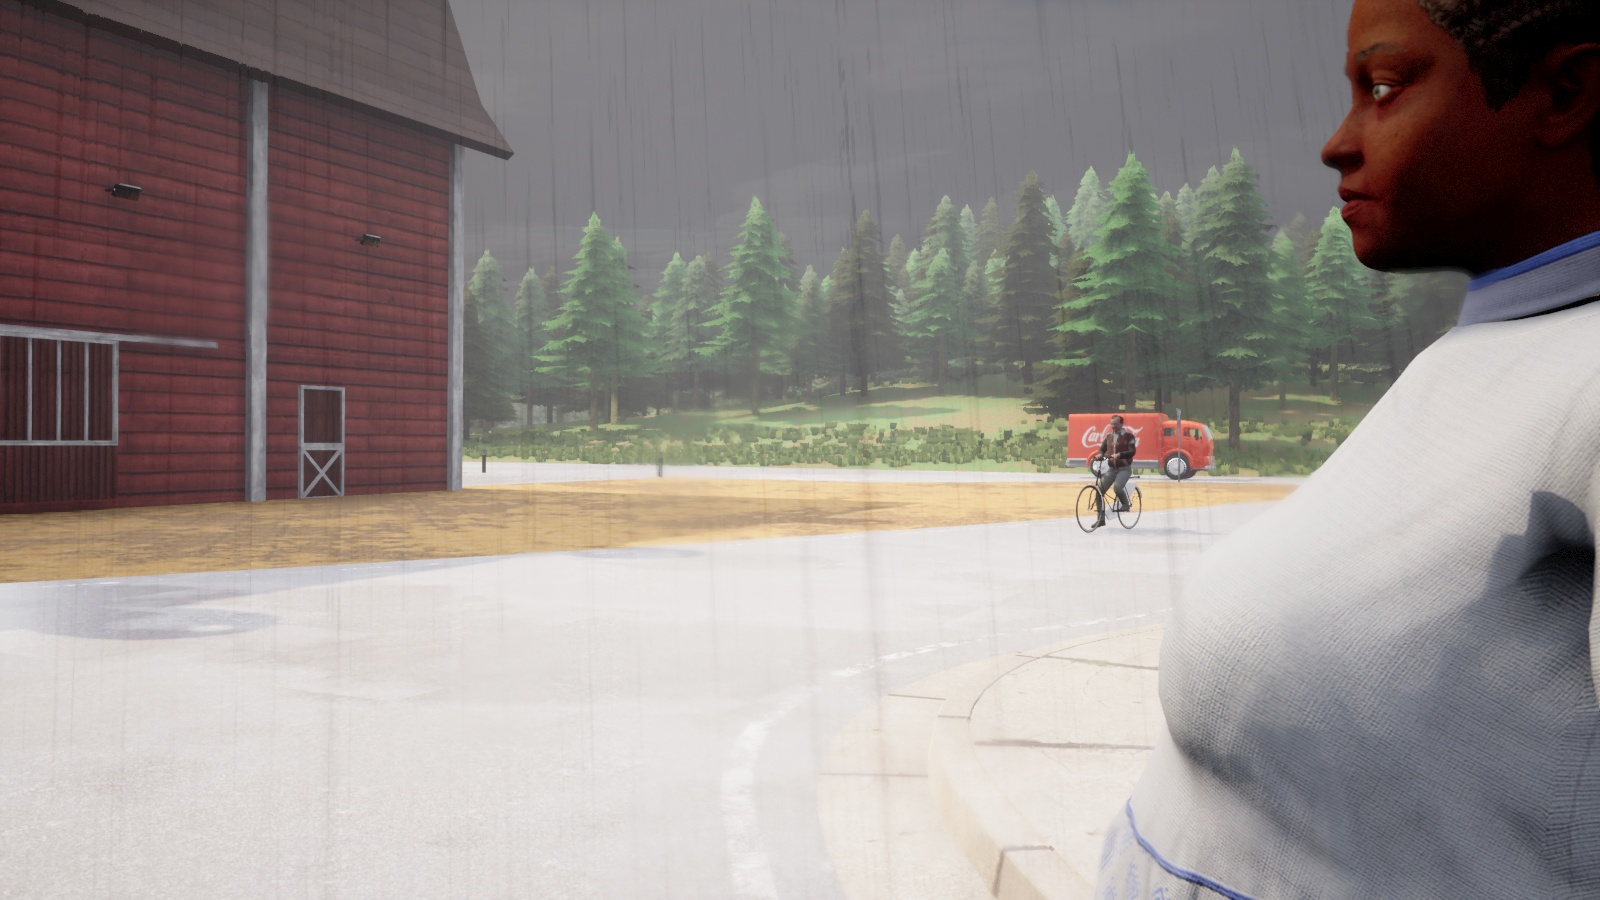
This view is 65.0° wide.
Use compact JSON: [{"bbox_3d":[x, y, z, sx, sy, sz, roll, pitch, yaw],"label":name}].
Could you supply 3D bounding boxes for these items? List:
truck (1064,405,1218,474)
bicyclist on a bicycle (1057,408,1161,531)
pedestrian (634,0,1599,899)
[{"bbox_3d":[12.915,-0.380,47.505,5.204,2.467,2.627,0,0,26],"label":"truck"},{"bbox_3d":[4.672,0.268,18.923,1.843,1.776,0.659,-1,1,-45],"label":"bicyclist on a bicycle"},{"bbox_3d":[0.492,0.512,0.896,0.900,1.855,0.874,0,0,19],"label":"pedestrian"}]
